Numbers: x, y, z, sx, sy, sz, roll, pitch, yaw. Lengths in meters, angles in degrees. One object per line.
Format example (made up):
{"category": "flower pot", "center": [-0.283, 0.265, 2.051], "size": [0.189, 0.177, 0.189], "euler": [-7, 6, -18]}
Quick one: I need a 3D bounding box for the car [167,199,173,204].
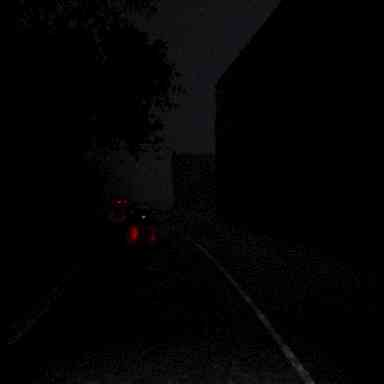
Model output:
{"category": "car", "center": [-7.236, 2.666, 90.598], "size": [2.231, 1.521, 4.892], "euler": [4, -2, -30]}

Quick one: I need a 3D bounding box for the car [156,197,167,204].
{"category": "car", "center": [-9.648, 2.252, 89.235], "size": [2.435, 2.045, 5.566], "euler": [4, -2, -30]}

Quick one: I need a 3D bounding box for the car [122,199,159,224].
{"category": "car", "center": [-3.999, 1.554, 25.337], "size": [1.812, 1.442, 4.674], "euler": [0, 0, -16]}

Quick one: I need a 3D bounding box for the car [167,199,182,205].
{"category": "car", "center": [-4.829, 2.846, 91.975], "size": [2.163, 1.488, 4.792], "euler": [3, -2, -30]}

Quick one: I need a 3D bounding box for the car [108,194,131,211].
{"category": "car", "center": [-9.272, 1.332, 42.230], "size": [2.150, 2.045, 5.566], "euler": [0, -1, -14]}

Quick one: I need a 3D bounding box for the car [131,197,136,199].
{"category": "car", "center": [-16.869, 1.992, 85.025], "size": [2.163, 1.488, 4.792], "euler": [4, -3, -30]}

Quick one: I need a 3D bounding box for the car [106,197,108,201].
{"category": "car", "center": [-19.239, 1.804, 83.576], "size": [2.163, 1.488, 4.792], "euler": [4, -3, -30]}

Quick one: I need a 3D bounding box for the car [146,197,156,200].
{"category": "car", "center": [-12.052, 2.331, 87.792], "size": [2.097, 1.535, 5.008], "euler": [4, -2, -30]}

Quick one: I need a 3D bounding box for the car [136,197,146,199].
{"category": "car", "center": [-14.460, 2.025, 86.432], "size": [2.185, 1.767, 4.553], "euler": [4, -3, -30]}
